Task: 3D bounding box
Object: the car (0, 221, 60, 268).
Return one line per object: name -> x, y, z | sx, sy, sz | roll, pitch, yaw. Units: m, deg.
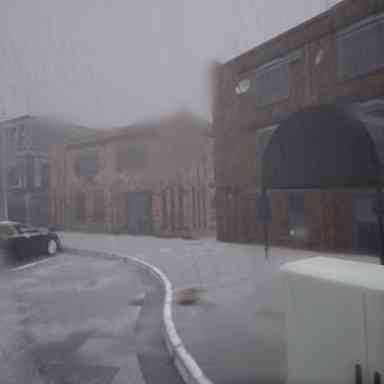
car -> -6.978, 1.854, 12.514 | 2.231, 1.521, 4.892 | -1, -2, 12
